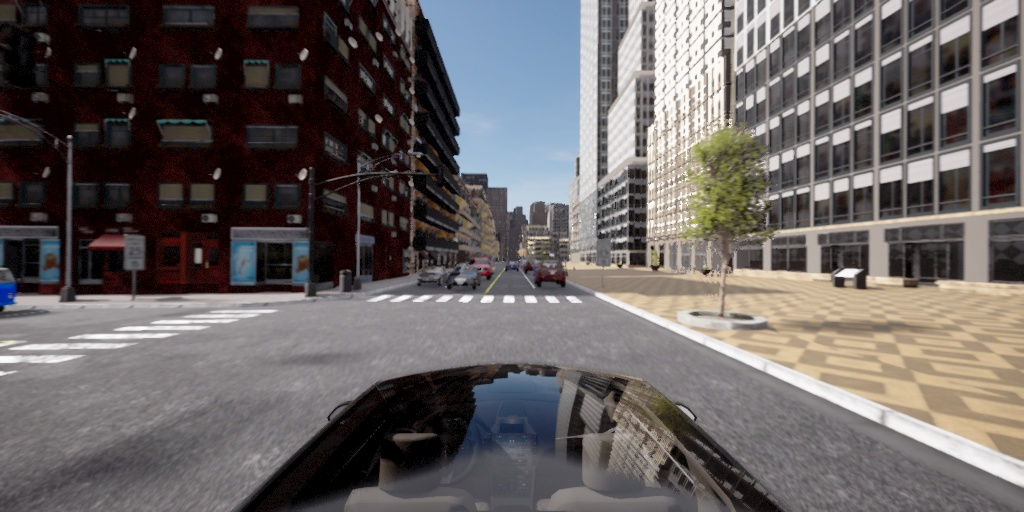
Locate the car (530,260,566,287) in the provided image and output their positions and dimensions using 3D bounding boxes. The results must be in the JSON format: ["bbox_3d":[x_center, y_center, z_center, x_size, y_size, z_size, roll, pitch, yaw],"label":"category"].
[{"bbox_3d":[2.700,1.240,26.213,2.192,1.841,5.009,0,0,0],"label":"car"}]

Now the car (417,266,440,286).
[{"bbox_3d":[-5.679,1.413,26.216,2.007,1.370,4.403,0,0,0],"label":"car"}]

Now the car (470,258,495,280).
[{"bbox_3d":[-3.060,1.167,34.427,2.150,2.045,5.566,0,0,0],"label":"car"}]

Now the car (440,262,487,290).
[{"bbox_3d":[-3.079,1.356,23.821,2.128,1.511,4.902,0,0,0],"label":"car"}]

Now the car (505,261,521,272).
[{"bbox_3d":[0.029,1.492,55.382,2.097,1.767,4.553,0,0,0],"label":"car"}]

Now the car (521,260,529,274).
[{"bbox_3d":[2.709,1.416,48.317,2.192,1.841,5.009,0,0,0],"label":"car"}]

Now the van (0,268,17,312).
[{"bbox_3d":[-20.763,1.293,12.982,3.998,1.789,1.690,0,0,0],"label":"van"}]
